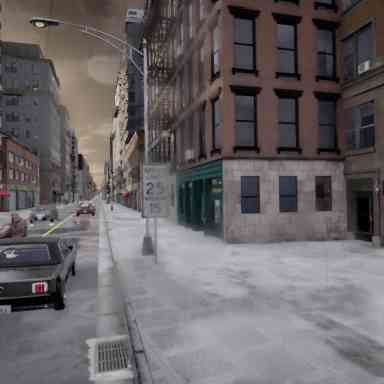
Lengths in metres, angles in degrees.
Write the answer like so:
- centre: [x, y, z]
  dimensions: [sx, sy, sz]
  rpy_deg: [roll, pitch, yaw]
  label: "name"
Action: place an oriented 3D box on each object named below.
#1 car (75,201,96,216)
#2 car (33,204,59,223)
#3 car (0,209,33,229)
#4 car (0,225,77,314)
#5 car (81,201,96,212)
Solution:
- centre: [-11.852, 1.909, 37.194]
  dimensions: [1.812, 1.442, 4.674]
  rpy_deg: [-1, 0, -15]
  label: "car"
- centre: [-12.864, 1.840, 29.075]
  dimensions: [2.128, 1.511, 4.902]
  rpy_deg: [-1, 0, -16]
  label: "car"
- centre: [-9.299, 1.741, 16.111]
  dimensions: [1.812, 1.442, 4.674]
  rpy_deg: [-1, 0, -15]
  label: "car"
- centre: [-3.736, 1.677, 7.621]
  dimensions: [1.895, 1.301, 4.718]
  rpy_deg: [-1, 0, -15]
  label: "car"
- centre: [-14.629, 2.032, 47.095]
  dimensions: [1.812, 1.442, 4.674]
  rpy_deg: [-1, -1, -15]
  label: "car"
